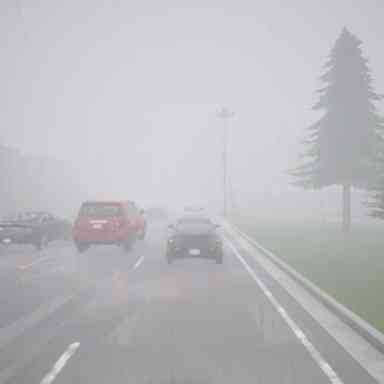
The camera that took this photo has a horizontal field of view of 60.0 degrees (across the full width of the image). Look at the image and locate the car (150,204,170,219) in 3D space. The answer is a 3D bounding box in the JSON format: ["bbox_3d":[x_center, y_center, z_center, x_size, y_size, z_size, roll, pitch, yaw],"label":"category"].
[{"bbox_3d":[-3.326,1.838,31.865,1.812,1.442,4.674,0,-1,0],"label":"car"}]

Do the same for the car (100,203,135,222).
[{"bbox_3d":[-6.822,1.795,30.917,2.128,1.511,4.902,0,-1,0],"label":"car"}]

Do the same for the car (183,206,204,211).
[{"bbox_3d":[0.166,1.888,29.317,1.895,1.301,4.718,0,-1,1],"label":"car"}]

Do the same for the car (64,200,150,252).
[{"bbox_3d":[-3.419,1.366,14.744,2.150,2.045,5.566,0,-1,0],"label":"car"}]

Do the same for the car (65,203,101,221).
[{"bbox_3d":[-10.325,1.839,31.888,1.812,1.442,4.674,0,-1,0],"label":"car"}]

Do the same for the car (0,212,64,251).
[{"bbox_3d":[-6.920,1.639,14.932,2.128,1.511,4.902,0,-1,0],"label":"car"}]

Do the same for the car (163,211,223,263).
[{"bbox_3d":[0.075,1.647,12.279,1.812,1.442,4.674,0,-1,0],"label":"car"}]
